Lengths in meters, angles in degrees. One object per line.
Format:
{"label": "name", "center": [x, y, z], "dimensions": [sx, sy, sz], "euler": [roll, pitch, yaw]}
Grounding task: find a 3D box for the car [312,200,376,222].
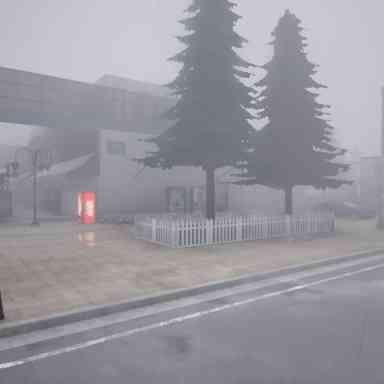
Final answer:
{"label": "car", "center": [12.159, 1.462, 26.863], "dimensions": [1.882, 1.535, 5.008], "euler": [0, 0, -33]}
